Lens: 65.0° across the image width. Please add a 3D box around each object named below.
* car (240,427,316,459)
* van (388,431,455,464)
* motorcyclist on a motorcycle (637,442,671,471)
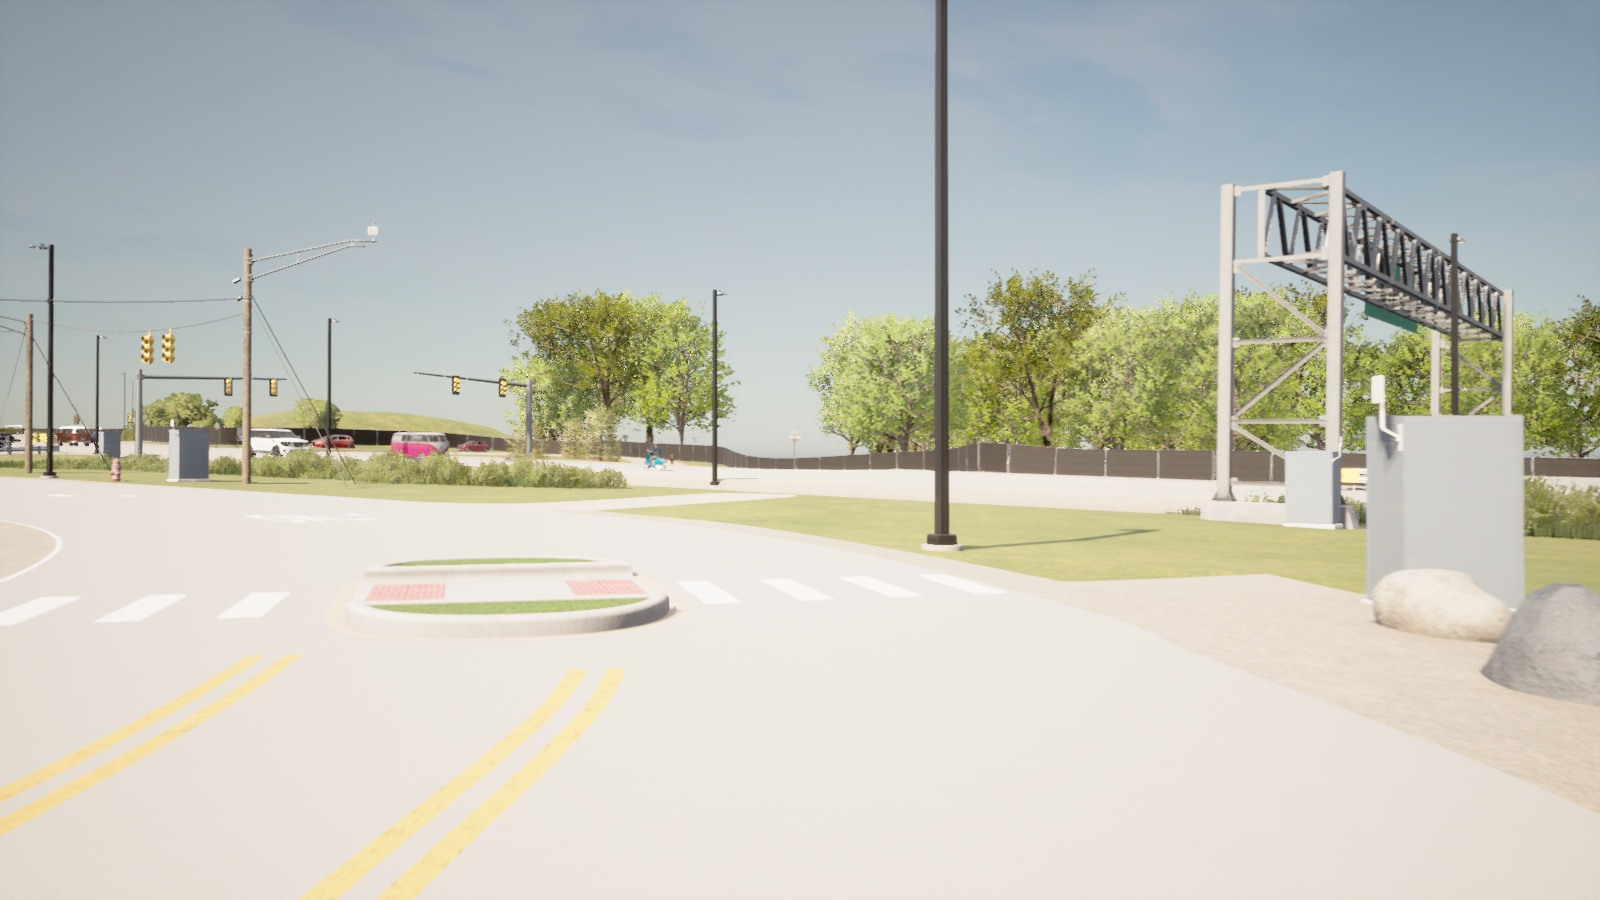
[{"bbox_3d":[-34.914,-0.478,83.903,5.566,2.045,2.150,1,0,37],"label":"car"},{"bbox_3d":[-24.128,-0.193,80.046,4.442,1.987,1.775,1,0,37],"label":"van"},{"bbox_3d":[-8.396,0.382,72.395,1.817,1.590,0.866,1,0,37],"label":"motorcyclist on a motorcycle"}]
